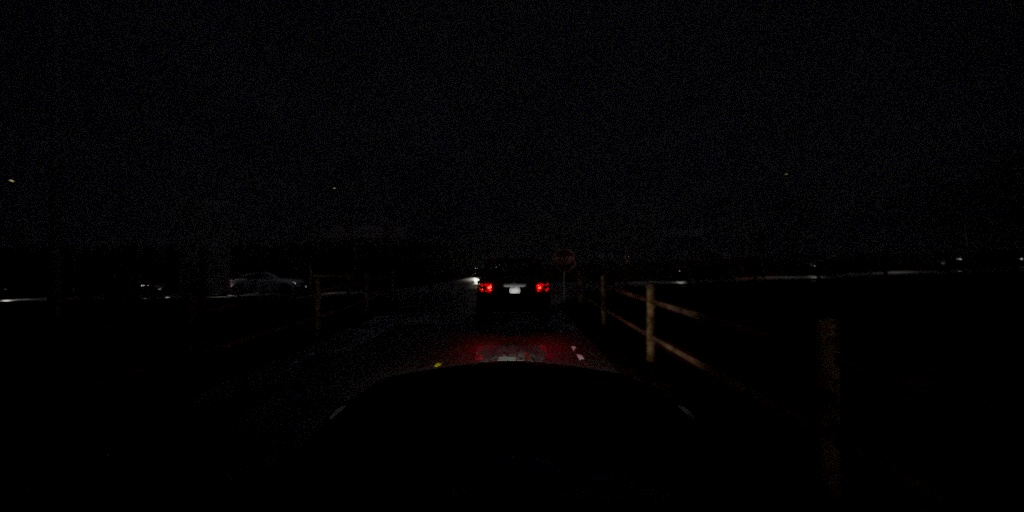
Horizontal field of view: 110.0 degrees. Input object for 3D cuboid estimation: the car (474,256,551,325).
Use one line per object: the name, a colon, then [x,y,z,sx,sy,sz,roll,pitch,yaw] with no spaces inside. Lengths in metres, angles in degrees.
car: [-0.041,1.038,12.295,2.150,2.045,5.566,0,0,-2]

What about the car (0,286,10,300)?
car: [-35.042,2.126,22.725,4.674,1.442,1.812,-1,-2,0]

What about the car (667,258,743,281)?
car: [13.738,0.918,25.672,5.008,1.535,1.882,-2,-2,-1]

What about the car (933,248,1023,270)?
car: [33.285,0.178,25.708,4.902,1.511,2.128,-2,-2,0]

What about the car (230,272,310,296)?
car: [-15.388,1.716,22.722,4.674,1.442,1.812,-1,-2,0]

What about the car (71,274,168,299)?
car: [-24.717,1.882,22.723,4.902,1.511,2.128,-1,-2,0]

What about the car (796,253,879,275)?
car: [23.216,0.556,25.705,5.008,1.535,1.882,-2,-2,0]

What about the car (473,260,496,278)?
car: [-2.848,1.300,38.196,2.097,1.767,4.553,0,0,0]

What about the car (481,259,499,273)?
car: [-2.834,1.346,47.774,2.097,1.767,4.553,0,0,0]

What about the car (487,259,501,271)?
car: [-2.822,1.395,57.457,2.097,1.767,4.553,0,0,0]
